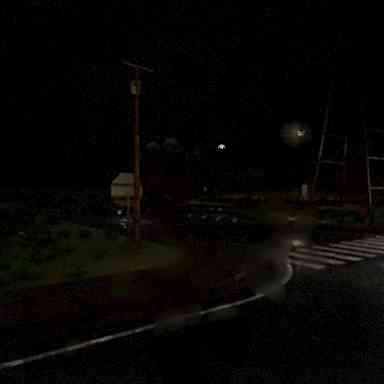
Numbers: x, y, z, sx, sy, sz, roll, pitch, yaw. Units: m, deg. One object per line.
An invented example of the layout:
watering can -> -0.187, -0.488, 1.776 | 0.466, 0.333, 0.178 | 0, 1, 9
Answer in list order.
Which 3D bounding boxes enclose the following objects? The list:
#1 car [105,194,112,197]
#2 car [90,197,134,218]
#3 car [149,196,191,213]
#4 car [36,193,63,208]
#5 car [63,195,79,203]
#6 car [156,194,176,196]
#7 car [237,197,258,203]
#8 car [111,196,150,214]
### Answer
car -> -10.586, 1.272, 46.636 | 3.866, 1.878, 1.905 | 0, 0, -36
car -> -7.467, 1.466, 29.579 | 2.128, 1.511, 4.902 | 0, 0, -37
car -> -2.145, 1.462, 36.108 | 4.193, 1.474, 1.816 | 0, 0, -36
car -> -20.562, 1.185, 47.349 | 2.150, 2.045, 5.566 | 0, 0, -37
car -> -24.918, 1.440, 66.143 | 4.611, 1.667, 2.242 | 0, 0, -36
car -> -5.939, 1.239, 62.695 | 4.605, 1.855, 1.932 | 0, 0, -36
car -> 7.516, 1.448, 44.686 | 3.905, 1.438, 1.784 | 0, 0, -36
car -> -6.598, 1.496, 34.435 | 1.812, 1.442, 4.674 | 0, 0, -37
